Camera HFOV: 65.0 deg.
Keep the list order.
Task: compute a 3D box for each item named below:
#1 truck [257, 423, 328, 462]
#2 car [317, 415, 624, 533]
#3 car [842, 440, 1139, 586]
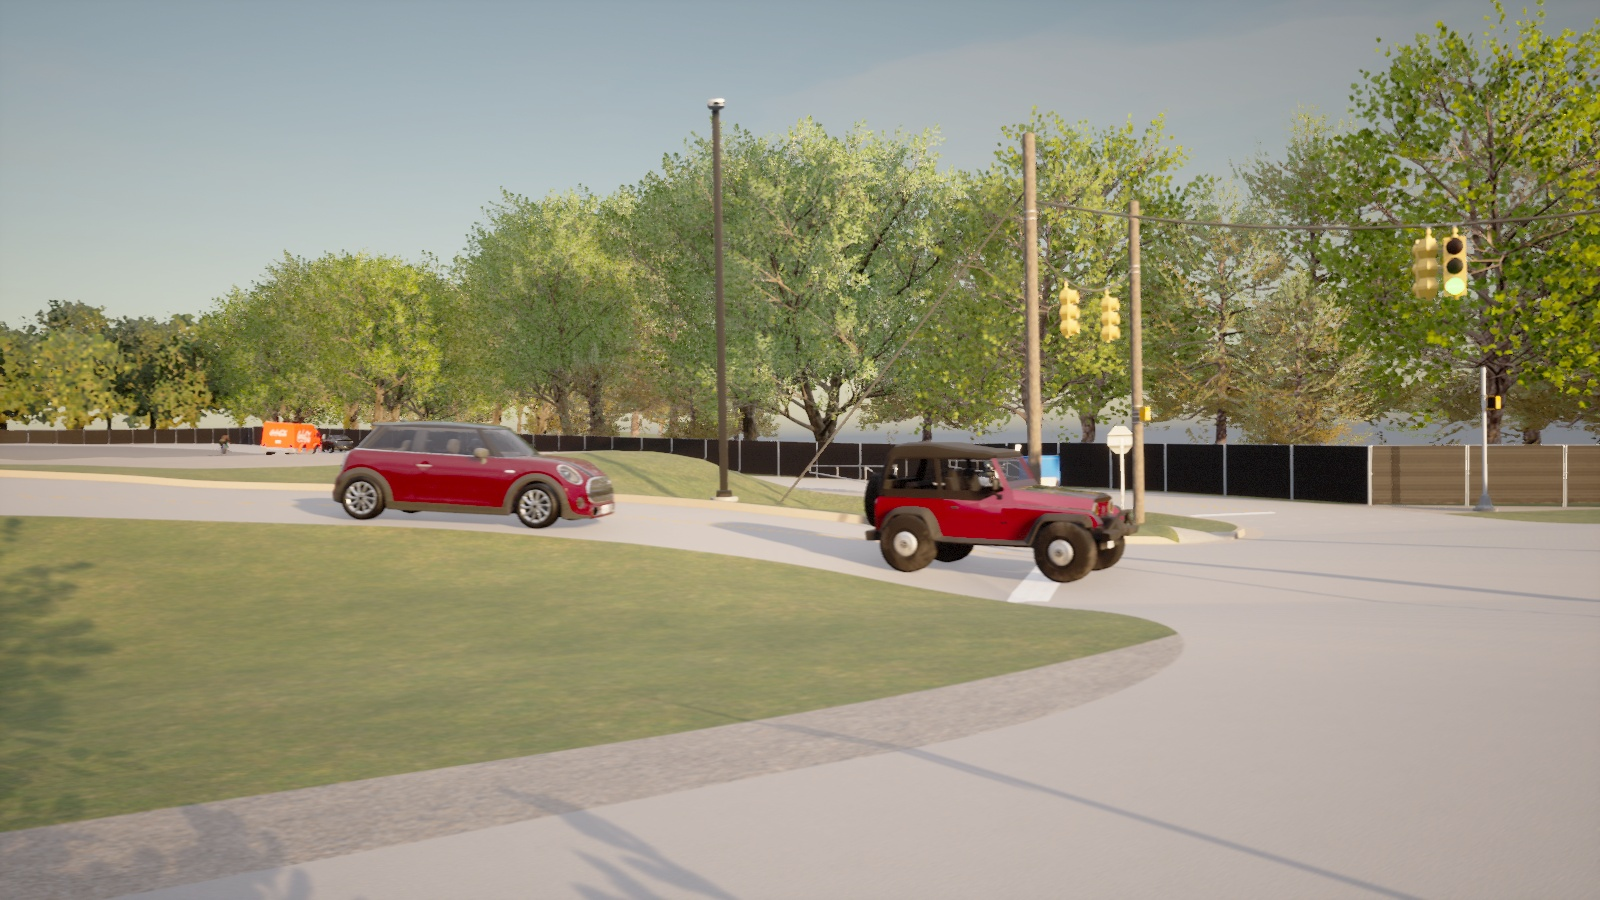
[{"bbox_3d":[-35.411,-0.464,87.817,2.627,2.467,5.204,3,-1,2],"label":"truck"},{"bbox_3d":[-5.530,0.355,21.397,4.553,1.767,2.097,2,1,9],"label":"car"},{"bbox_3d":[2.779,0.818,18.384,3.866,1.878,1.905,1,1,28],"label":"car"}]
